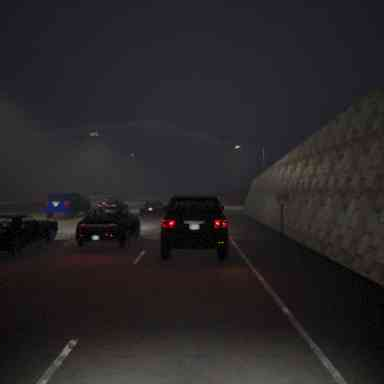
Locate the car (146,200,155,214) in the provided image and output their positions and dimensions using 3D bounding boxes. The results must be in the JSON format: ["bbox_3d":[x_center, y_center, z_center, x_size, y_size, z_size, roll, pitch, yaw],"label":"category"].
[{"bbox_3d":[-3.434,1.373,29.673,1.994,1.385,4.181,0,0,0],"label":"car"}]

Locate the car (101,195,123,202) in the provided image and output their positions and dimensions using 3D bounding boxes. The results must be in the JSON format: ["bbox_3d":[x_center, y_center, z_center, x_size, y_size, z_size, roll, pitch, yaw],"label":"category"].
[{"bbox_3d":[-6.936,1.304,29.312,2.128,1.511,4.902,0,0,0],"label":"car"}]

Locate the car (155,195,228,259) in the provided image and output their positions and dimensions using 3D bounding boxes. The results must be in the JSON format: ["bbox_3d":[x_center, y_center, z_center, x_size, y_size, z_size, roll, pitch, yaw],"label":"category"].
[{"bbox_3d":[0.064,1.135,12.409,2.150,2.045,5.566,0,0,0],"label":"car"}]

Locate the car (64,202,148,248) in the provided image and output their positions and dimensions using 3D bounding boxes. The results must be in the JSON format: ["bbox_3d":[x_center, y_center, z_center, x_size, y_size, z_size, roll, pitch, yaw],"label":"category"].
[{"bbox_3d":[-3.435,1.400,14.324,2.128,1.511,4.902,0,0,0],"label":"car"}]

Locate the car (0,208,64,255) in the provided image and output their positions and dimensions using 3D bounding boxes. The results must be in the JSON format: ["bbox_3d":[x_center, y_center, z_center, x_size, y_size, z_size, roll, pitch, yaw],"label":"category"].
[{"bbox_3d":[-6.941,1.517,12.879,1.895,1.301,4.718,0,0,0],"label":"car"}]

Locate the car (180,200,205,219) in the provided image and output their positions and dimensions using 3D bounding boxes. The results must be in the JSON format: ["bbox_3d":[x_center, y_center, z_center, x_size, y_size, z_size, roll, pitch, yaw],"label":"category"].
[{"bbox_3d":[0.054,1.422,27.875,1.895,1.301,4.718,0,0,0],"label":"car"}]

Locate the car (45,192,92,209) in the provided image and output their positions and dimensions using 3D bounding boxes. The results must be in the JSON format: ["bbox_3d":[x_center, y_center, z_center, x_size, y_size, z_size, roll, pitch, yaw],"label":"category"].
[{"bbox_3d":[-10.441,1.042,28.217,2.150,2.045,5.566,0,1,0],"label":"car"}]
